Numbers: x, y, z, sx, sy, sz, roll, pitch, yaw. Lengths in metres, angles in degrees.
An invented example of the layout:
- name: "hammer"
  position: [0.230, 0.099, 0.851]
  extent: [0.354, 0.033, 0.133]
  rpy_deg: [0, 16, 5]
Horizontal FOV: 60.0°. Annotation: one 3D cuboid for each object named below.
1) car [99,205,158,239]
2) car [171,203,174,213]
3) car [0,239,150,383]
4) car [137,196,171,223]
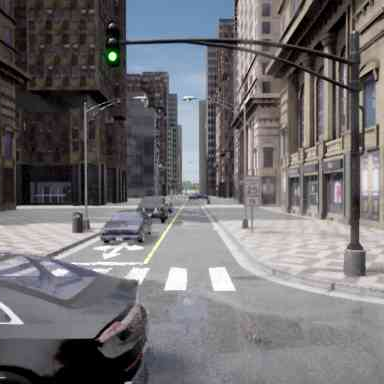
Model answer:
- name: "car"
  position: [-3.126, 1.635, 16.856]
  extent: [2.033, 1.411, 5.357]
  rpy_deg: [0, 0, 0]
- name: "car"
  position: [-3.132, 1.672, 37.406]
  extent: [1.812, 1.442, 4.674]
  rpy_deg: [0, 0, 0]
- name: "car"
  position: [-2.935, 1.462, 3.610]
  extent: [4.902, 1.511, 2.128]
  rpy_deg: [0, 1, 0]
- name: "car"
  position: [-3.136, 1.338, 27.075]
  extent: [2.150, 2.045, 5.566]
  rpy_deg: [0, 0, -1]
